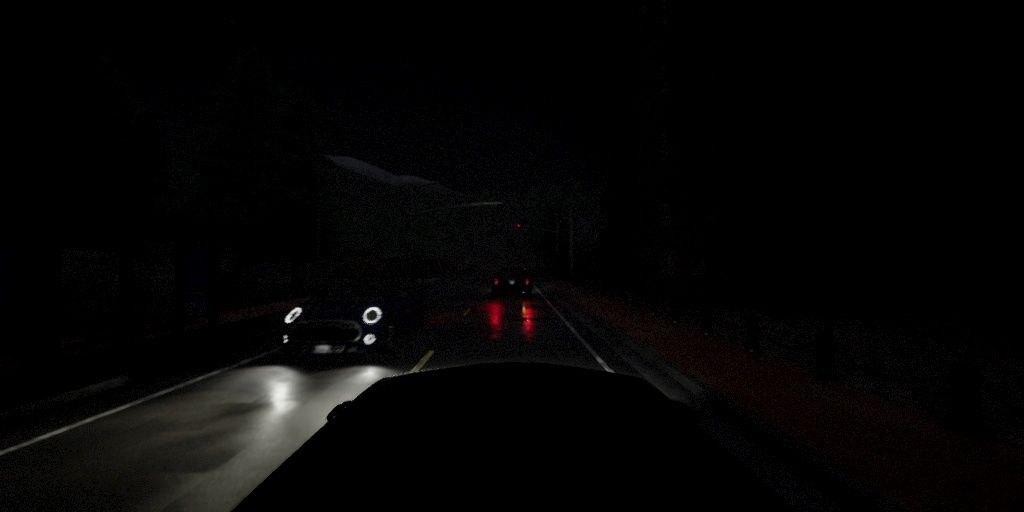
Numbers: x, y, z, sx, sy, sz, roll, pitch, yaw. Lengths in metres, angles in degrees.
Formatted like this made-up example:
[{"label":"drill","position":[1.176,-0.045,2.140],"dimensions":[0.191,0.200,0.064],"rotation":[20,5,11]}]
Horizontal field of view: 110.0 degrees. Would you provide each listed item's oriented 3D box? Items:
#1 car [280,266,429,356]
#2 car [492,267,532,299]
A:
[{"label":"car","position":[-3.576,1.210,9.044],"dimensions":[2.097,1.767,4.553],"rotation":[0,-1,0]},{"label":"car","position":[0.005,1.371,20.173],"dimensions":[2.097,1.767,4.553],"rotation":[0,-1,0]}]
